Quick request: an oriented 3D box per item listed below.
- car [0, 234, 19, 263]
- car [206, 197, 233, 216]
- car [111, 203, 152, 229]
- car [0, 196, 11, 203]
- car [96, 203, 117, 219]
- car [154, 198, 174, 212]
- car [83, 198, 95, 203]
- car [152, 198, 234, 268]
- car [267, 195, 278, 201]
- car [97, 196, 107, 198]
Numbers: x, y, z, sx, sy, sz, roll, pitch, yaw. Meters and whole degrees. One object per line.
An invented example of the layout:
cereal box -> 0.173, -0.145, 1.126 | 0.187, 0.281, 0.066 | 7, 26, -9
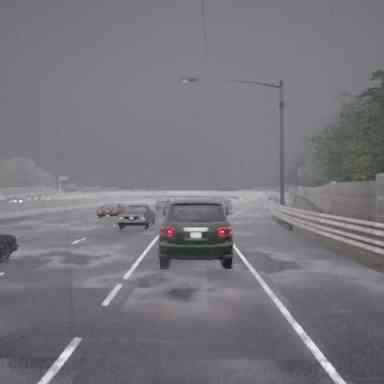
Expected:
car -> -6.900, 1.559, 9.020 | 2.033, 1.411, 5.357 | 0, 0, 0
car -> 2.933, 1.402, 33.882 | 2.097, 1.767, 4.553 | 0, 0, 13
car -> -3.498, 1.576, 21.739 | 2.033, 1.411, 5.357 | 0, 0, 0
car -> -41.054, 1.684, 73.017 | 1.812, 1.442, 4.674 | 1, 0, -16
car -> -6.897, 1.640, 29.361 | 1.895, 1.301, 4.718 | 0, 0, 0
car -> -3.495, 1.578, 41.985 | 2.128, 1.511, 4.902 | 0, 0, 0
car -> -27.990, 2.418, 90.707 | 1.895, 1.301, 4.718 | 0, -1, 0
car -> 0.134, 1.236, 11.461 | 2.150, 2.045, 5.566 | 0, 0, 1
car -> 20.544, 1.421, 85.436 | 2.097, 1.767, 4.553 | -1, 1, 17
car -> -24.491, 2.048, 90.715 | 2.150, 2.045, 5.566 | 0, -1, 0
